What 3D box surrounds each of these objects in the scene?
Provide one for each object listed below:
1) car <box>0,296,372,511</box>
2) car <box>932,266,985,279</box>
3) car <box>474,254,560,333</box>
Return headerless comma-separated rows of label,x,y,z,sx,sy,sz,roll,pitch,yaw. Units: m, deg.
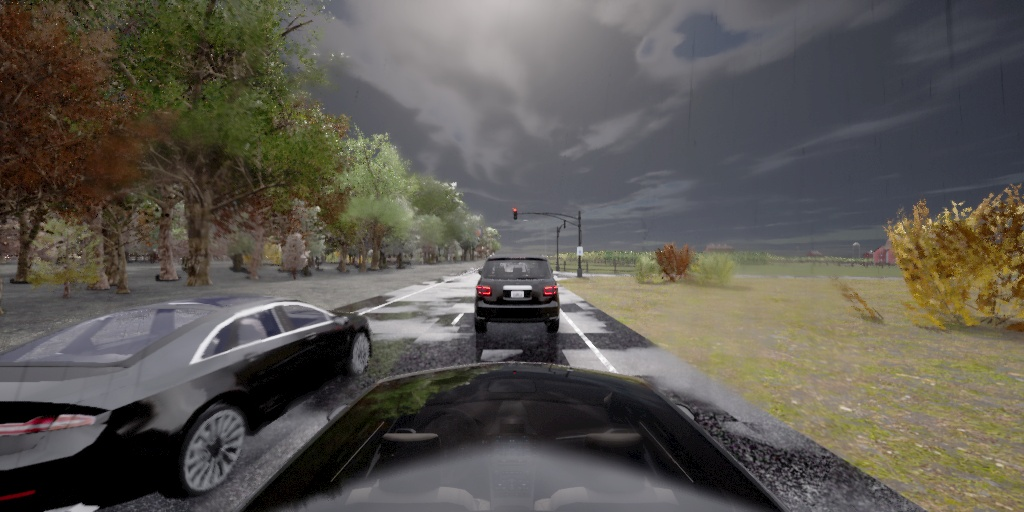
car,-3.394,1.241,4.432,2.128,1.511,4.902,0,0,0
car,48.592,1.775,39.188,4.892,1.490,1.837,1,-1,0
car,0.119,0.972,10.910,2.150,2.045,5.566,0,0,0
